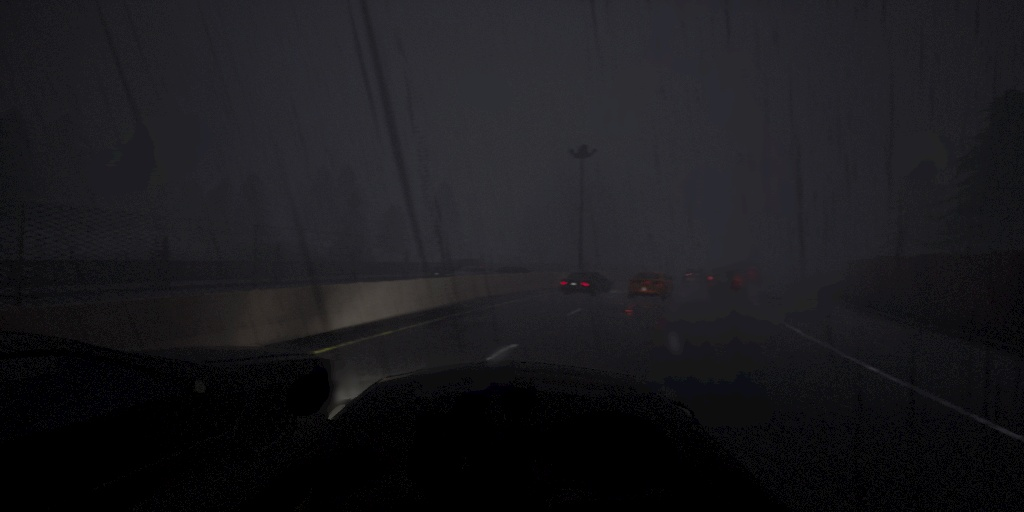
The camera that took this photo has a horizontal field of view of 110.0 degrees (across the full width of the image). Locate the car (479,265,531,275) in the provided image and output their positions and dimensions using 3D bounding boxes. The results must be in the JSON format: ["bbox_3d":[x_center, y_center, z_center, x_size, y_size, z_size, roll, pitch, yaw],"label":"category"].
[{"bbox_3d":[-0.175,1.560,27.761,1.837,1.490,4.892,1,-1,32],"label":"car"}]

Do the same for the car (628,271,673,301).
[{"bbox_3d":[8.052,1.622,20.664,1.882,1.535,5.008,1,-1,29],"label":"car"}]

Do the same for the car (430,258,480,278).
[{"bbox_3d":[-5.024,1.240,33.265,2.150,2.045,5.566,1,-1,32],"label":"car"}]

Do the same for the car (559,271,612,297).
[{"bbox_3d":[4.603,1.632,21.791,2.033,1.411,5.357,1,-1,29],"label":"car"}]

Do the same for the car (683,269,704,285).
[{"bbox_3d":[18.172,2.021,34.992,2.128,1.511,4.902,1,-1,40],"label":"car"}]

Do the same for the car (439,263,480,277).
[{"bbox_3d":[-3.411,1.529,29.170,1.812,1.442,4.674,1,-1,31],"label":"car"}]

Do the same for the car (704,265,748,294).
[{"bbox_3d":[15.630,1.720,26.044,2.097,1.767,4.553,1,-1,35],"label":"car"}]

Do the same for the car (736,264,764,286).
[{"bbox_3d":[23.405,1.868,35.664,2.150,2.045,5.566,1,-1,42],"label":"car"}]

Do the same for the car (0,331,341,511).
[{"bbox_3d":[-3.675,1.225,2.169,2.033,1.411,5.357,1,-1,17],"label":"car"}]
